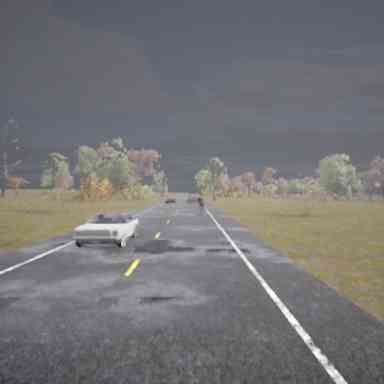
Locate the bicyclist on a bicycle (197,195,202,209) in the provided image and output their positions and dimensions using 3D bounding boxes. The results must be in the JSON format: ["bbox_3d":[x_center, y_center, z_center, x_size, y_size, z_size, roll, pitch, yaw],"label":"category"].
[{"bbox_3d":[0.964,1.270,42.250,0.659,1.776,1.843,0,0,0],"label":"bicyclist on a bicycle"}]

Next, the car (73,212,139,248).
[{"bbox_3d":[-3.601,1.567,14.680,1.895,1.301,4.718,0,0,0],"label":"car"}]

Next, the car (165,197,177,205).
[{"bbox_3d":[-3.547,1.466,56.403,1.895,1.301,4.718,0,0,1],"label":"car"}]

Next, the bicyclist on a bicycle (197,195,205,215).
[{"bbox_3d":[0.964,1.378,31.642,0.582,1.620,1.656,0,0,0],"label":"bicyclist on a bicycle"}]

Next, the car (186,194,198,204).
[{"bbox_3d":[0.038,1.344,61.569,2.128,1.511,4.902,0,0,1],"label":"car"}]

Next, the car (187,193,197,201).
[{"bbox_3d":[0.003,1.171,76.150,2.097,1.767,4.553,0,0,0],"label":"car"}]
